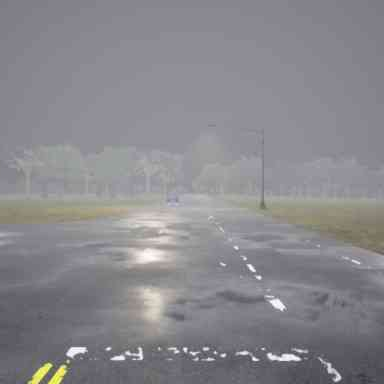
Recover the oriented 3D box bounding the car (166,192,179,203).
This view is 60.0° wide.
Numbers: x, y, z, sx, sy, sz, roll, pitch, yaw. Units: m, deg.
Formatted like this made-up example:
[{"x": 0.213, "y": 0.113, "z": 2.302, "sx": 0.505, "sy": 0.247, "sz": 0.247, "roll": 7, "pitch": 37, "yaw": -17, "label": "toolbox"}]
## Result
[{"x": -3.635, "y": 1.050, "z": 63.369, "sx": 2.150, "sy": 2.045, "sz": 5.566, "roll": 0, "pitch": 0, "yaw": 0, "label": "car"}]
